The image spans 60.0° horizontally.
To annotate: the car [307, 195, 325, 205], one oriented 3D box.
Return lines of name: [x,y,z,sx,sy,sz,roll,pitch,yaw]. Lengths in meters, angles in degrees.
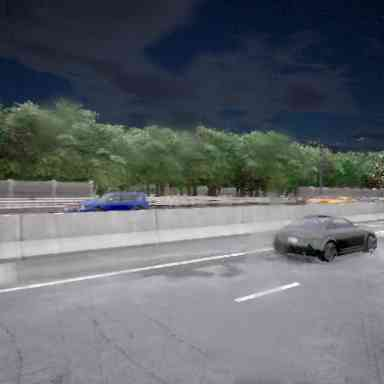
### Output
car: [19.004,1.298,49.223,4.553,1.767,2.097,1,0,-37]

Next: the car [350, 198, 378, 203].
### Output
car: [23.209,1.510,43.639,4.892,1.490,1.837,0,0,-37]

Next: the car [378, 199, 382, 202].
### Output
car: [25.109,1.538,40.695,4.892,1.490,1.837,0,1,-37]

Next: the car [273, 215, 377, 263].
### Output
car: [4.856,1.527,11.970,4.181,1.385,1.994,0,0,-37]

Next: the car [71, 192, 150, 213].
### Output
car: [-5.973,1.033,25.753,5.566,2.045,2.150,0,0,-37]

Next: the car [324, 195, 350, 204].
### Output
car: [21.028,1.454,46.373,5.008,1.535,1.882,0,0,-37]

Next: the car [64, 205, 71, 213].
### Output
car: [-8.402,1.304,28.310,4.674,1.442,1.812,0,0,-37]
